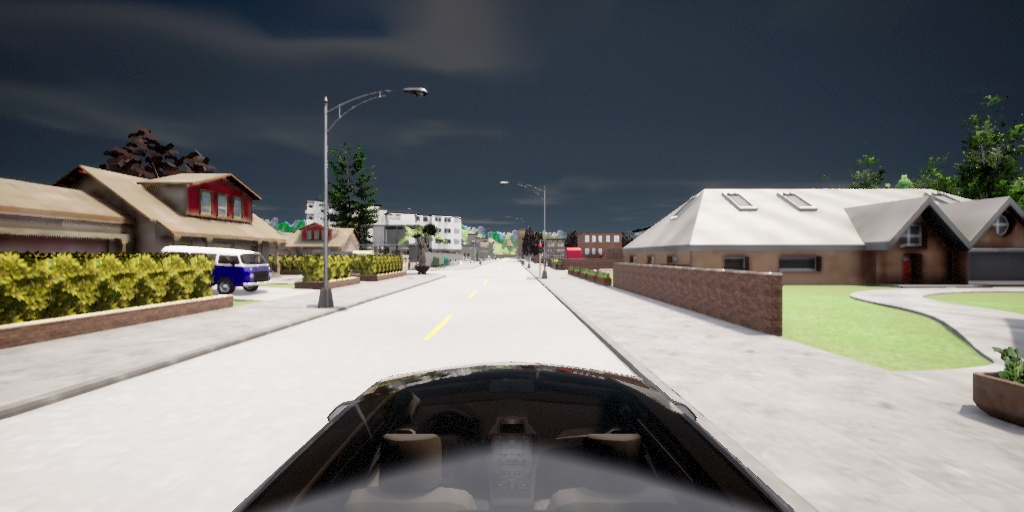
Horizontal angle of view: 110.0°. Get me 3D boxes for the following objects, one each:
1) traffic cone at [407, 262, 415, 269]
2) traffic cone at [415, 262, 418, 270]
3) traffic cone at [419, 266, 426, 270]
[{"bbox_3d":[-15.751,1.513,56.035,0.344,0.586,0.344,0,0,0],"label":"traffic cone"},{"bbox_3d":[-15.390,1.509,56.604,0.344,0.586,0.344,0,0,0],"label":"traffic cone"},{"bbox_3d":[-14.391,1.534,57.644,0.344,0.586,0.344,0,0,0],"label":"traffic cone"}]
